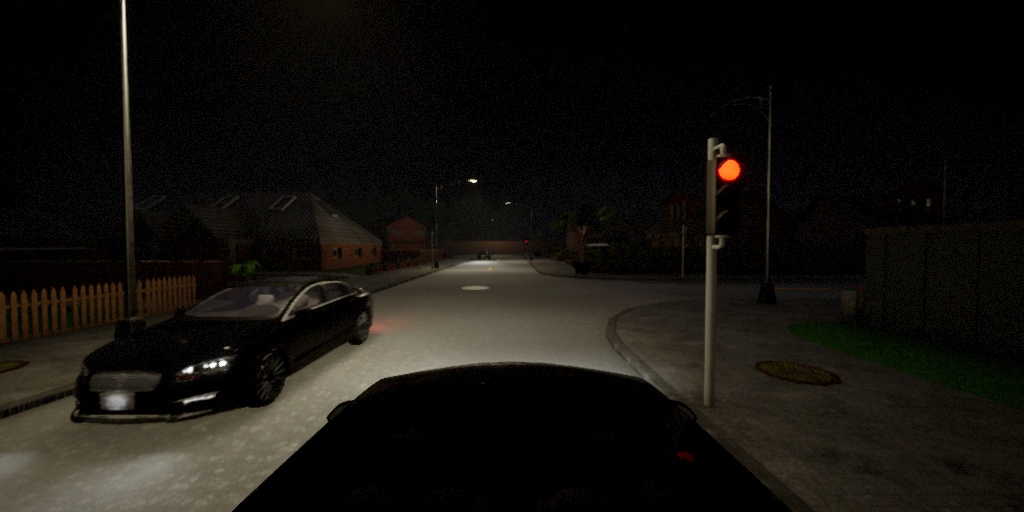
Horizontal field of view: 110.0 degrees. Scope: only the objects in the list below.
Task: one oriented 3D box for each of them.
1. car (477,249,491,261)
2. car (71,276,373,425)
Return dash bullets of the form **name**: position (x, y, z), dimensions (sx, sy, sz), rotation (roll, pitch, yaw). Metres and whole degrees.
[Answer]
- **car**: position (-3.994, -0.187, 51.817), dimensions (2.128, 1.511, 4.902), rotation (0, 2, 0)
- **car**: position (-4.002, 1.150, 6.077), dimensions (2.128, 1.511, 4.902), rotation (0, 2, 0)
